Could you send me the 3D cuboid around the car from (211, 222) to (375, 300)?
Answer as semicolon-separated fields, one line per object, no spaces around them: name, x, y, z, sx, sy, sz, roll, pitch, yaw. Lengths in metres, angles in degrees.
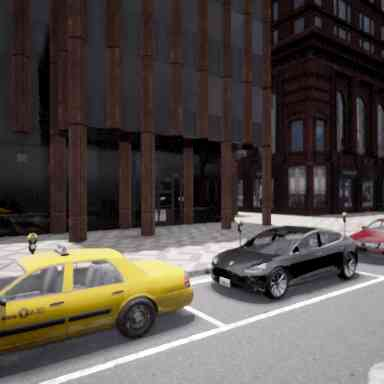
car;2.479;1.560;8.400;4.313;1.339;1.947;0;0;-35

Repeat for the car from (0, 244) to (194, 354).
car;-2.255;1.524;5.039;4.829;1.417;1.752;0;0;-35

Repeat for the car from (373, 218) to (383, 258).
car;7.076;1.572;11.663;4.206;1.307;1.802;0;0;-35
